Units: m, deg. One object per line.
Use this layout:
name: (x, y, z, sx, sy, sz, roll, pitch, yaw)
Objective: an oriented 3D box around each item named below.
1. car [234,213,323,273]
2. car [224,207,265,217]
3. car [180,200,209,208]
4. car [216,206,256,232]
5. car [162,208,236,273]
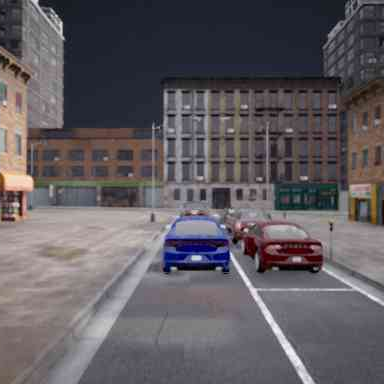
car: (2.688, 1.598, 10.724, 1.887, 1.381, 4.507, 0, 0, 0)
car: (2.714, 1.520, 16.227, 1.967, 1.590, 4.097, 0, 0, 0)
car: (0.189, 1.476, 24.884, 2.097, 1.767, 4.553, 0, 0, 1)
car: (2.737, 1.659, 21.731, 2.008, 1.369, 4.403, 0, 0, 0)
car: (0.128, 1.530, 10.928, 1.882, 1.535, 5.008, 0, 0, 0)
